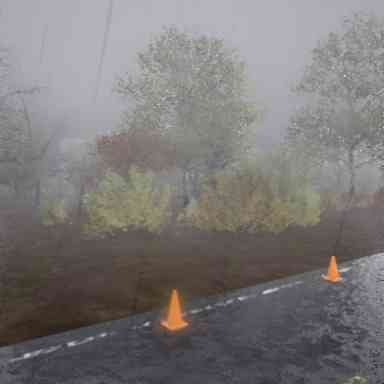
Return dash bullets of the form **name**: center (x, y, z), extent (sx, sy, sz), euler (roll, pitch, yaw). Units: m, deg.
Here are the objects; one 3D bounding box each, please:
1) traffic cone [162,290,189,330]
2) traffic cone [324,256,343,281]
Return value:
- **traffic cone**: center (-0.285, 1.961, 5.650), extent (0.340, 0.580, 0.340), euler (0, 0, -36)
- **traffic cone**: center (3.664, 1.957, 8.625), extent (0.340, 0.580, 0.340), euler (0, 0, -38)
